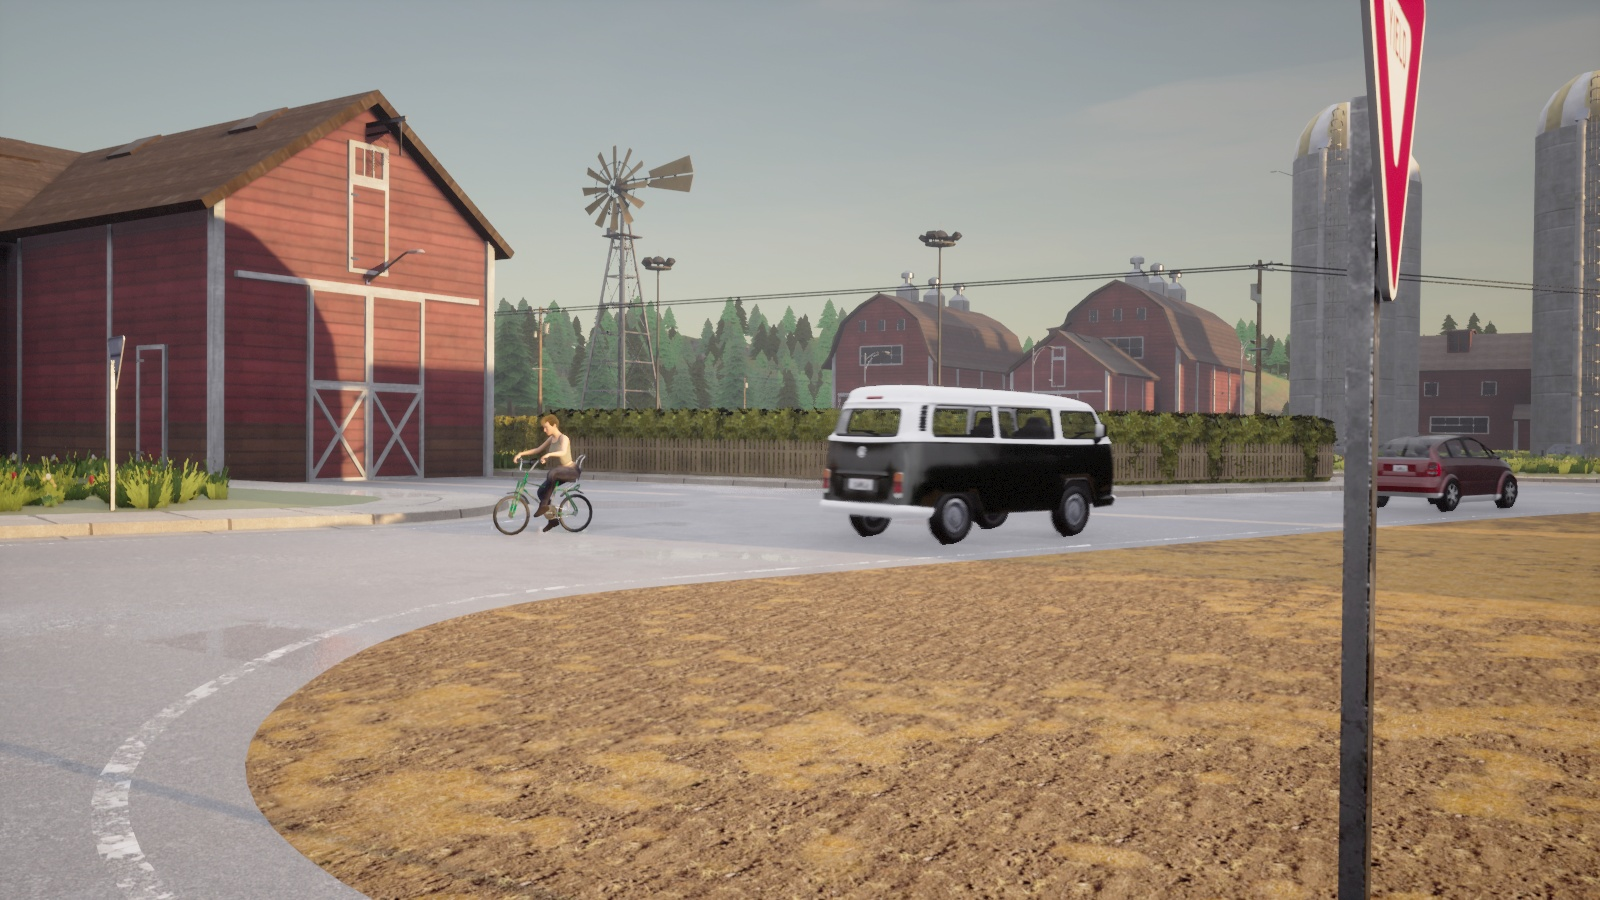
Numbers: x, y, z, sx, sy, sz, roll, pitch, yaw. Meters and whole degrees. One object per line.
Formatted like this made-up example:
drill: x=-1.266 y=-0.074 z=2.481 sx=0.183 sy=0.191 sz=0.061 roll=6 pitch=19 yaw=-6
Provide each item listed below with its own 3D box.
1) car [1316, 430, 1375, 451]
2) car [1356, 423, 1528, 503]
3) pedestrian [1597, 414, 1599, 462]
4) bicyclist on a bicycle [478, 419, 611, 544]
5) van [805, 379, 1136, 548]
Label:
car: x=38.736 y=-0.683 z=89.186 sx=3.633 sy=1.501 sz=1.845 roll=0 pitch=1 yaw=32
car: x=13.519 y=0.222 z=26.390 sx=3.705 sy=1.549 sz=1.789 roll=-1 pitch=1 yaw=-37
pedestrian: x=31.776 y=-0.466 z=49.146 sx=0.900 sy=1.855 sz=0.874 roll=0 pitch=1 yaw=27
bicyclist on a bicycle: x=-3.442 y=0.392 z=16.940 sx=1.509 sy=1.612 sz=0.866 roll=-1 pitch=1 yaw=-40
van: x=2.453 y=0.129 z=17.385 sx=4.480 sy=2.038 sz=2.069 roll=-1 pitch=1 yaw=-40
